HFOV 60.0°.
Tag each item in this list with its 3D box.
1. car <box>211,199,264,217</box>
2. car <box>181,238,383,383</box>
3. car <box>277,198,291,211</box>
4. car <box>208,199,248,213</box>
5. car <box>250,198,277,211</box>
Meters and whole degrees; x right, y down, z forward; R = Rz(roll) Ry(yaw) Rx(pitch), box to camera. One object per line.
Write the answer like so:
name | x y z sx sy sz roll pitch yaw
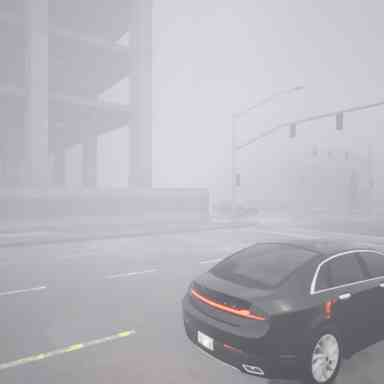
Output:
car | 4.172 1.601 31.720 1.895 1.301 4.718 0 0 -36
car | 2.143 1.505 5.317 4.892 1.490 1.837 0 0 -35
car | 10.112 1.491 41.761 2.128 1.511 4.902 0 0 -36
car | 4.037 1.526 37.874 1.812 1.442 4.674 0 0 -36
car | 7.275 1.505 39.712 1.837 1.490 4.892 0 0 -36
